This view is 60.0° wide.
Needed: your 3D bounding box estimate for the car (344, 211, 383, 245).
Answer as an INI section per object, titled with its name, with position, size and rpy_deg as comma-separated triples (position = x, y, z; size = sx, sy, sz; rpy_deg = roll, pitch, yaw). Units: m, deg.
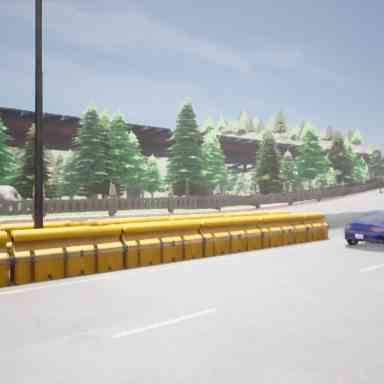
[car]
position = 8.271, 1.530, 14.068
size = 4.674, 1.442, 1.812
rpy_deg = 0, 0, -36
